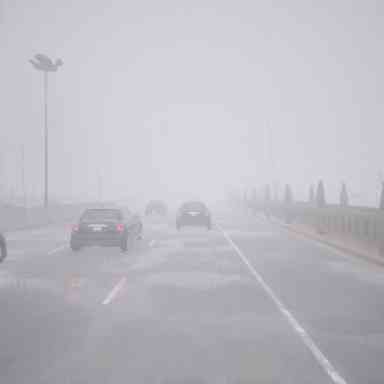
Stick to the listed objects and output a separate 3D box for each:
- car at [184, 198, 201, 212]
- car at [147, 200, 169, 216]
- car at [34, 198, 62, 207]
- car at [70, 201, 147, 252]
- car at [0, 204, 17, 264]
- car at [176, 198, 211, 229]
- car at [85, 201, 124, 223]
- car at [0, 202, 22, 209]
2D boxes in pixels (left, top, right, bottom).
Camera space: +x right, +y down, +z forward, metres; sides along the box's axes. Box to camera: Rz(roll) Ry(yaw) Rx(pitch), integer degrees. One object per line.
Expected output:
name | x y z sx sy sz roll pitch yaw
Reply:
car | 0.094 1.479 39.462 1.882 1.535 5.008 0 0 0
car | -3.394 1.506 32.200 1.837 1.490 4.892 0 0 0
car | -17.534 1.528 40.708 1.812 1.442 4.674 0 0 1
car | -3.398 1.353 14.056 2.097 1.767 4.553 0 0 0
car | -6.901 1.353 8.687 2.097 1.767 4.553 0 0 0
car | 0.103 1.353 21.531 2.097 1.767 4.553 0 0 0
car | -6.896 1.506 26.759 1.837 1.490 4.892 0 0 0
car | -14.084 1.493 23.910 2.128 1.511 4.902 0 0 0
